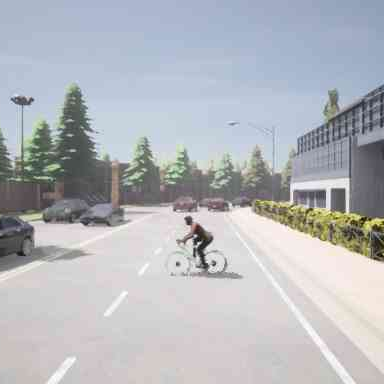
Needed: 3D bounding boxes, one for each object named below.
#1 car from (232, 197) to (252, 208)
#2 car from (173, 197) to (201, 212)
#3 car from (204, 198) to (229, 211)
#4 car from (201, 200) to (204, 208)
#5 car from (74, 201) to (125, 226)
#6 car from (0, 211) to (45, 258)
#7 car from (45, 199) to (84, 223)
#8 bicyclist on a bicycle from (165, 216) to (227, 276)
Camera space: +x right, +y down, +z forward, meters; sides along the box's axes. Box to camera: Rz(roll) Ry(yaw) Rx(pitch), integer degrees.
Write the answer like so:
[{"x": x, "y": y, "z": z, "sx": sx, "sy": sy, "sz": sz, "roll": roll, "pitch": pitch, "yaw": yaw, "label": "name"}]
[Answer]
[{"x": 7.512, "y": 1.490, "z": 49.516, "sx": 2.128, "sy": 1.511, "sz": 4.902, "roll": 0, "pitch": 0, "yaw": 31, "label": "car"}, {"x": -0.687, "y": 1.351, "z": 38.861, "sx": 2.097, "sy": 1.767, "sz": 4.553, "roll": 0, "pitch": 0, "yaw": 13, "label": "car"}, {"x": 3.229, "y": 1.477, "z": 39.969, "sx": 1.882, "sy": 1.535, "sz": 5.008, "roll": 0, "pitch": 0, "yaw": 16, "label": "car"}, {"x": 2.625, "y": 1.563, "z": 48.061, "sx": 1.994, "sy": 1.385, "sz": 4.181, "roll": 0, "pitch": 0, "yaw": 27, "label": "car"}, {"x": -6.133, "y": 1.547, "z": 23.516, "sx": 2.033, "sy": 1.411, "sz": 5.357, "roll": 0, "pitch": 0, "yaw": 3, "label": "car"}, {"x": -6.729, "y": 1.505, "z": 10.291, "sx": 1.837, "sy": 1.490, "sz": 4.892, "roll": 0, "pitch": 0, "yaw": 2, "label": "car"}, {"x": -9.510, "y": 1.351, "z": 25.547, "sx": 2.097, "sy": 1.767, "sz": 4.553, "roll": 0, "pitch": 0, "yaw": 4, "label": "car"}, {"x": 0.090, "y": 1.450, "z": 8.846, "sx": 1.656, "sy": 1.620, "sz": 0.582, "roll": -2, "pitch": 0, "yaw": 2, "label": "bicyclist on a bicycle"}]
